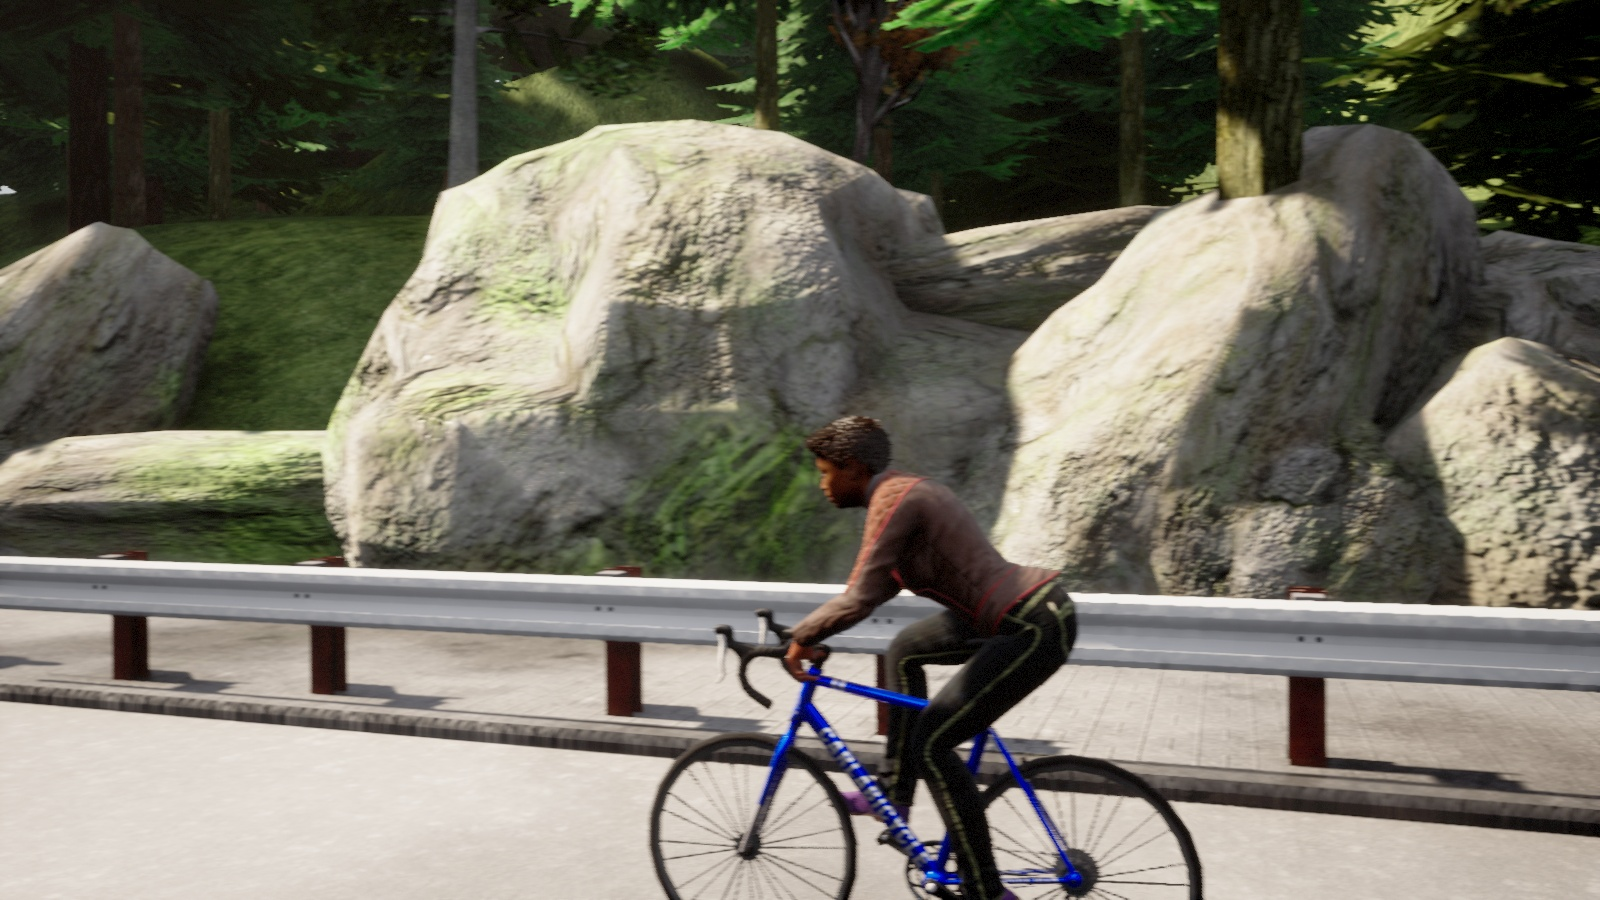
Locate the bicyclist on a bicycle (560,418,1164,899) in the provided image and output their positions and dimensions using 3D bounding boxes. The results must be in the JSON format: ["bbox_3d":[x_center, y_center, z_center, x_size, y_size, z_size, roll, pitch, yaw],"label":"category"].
[{"bbox_3d":[0.186,0.726,3.657,1.656,1.620,0.582,0,1,19],"label":"bicyclist on a bicycle"}]
